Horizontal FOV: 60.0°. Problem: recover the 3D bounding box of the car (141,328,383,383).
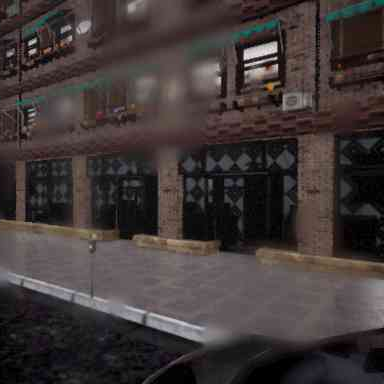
[{"bbox_3d":[1.436,1.565,1.843,4.313,1.339,1.947,0,0,36],"label":"car"}]
